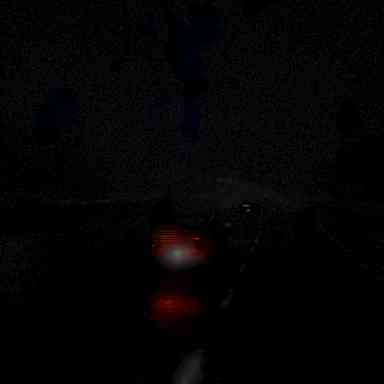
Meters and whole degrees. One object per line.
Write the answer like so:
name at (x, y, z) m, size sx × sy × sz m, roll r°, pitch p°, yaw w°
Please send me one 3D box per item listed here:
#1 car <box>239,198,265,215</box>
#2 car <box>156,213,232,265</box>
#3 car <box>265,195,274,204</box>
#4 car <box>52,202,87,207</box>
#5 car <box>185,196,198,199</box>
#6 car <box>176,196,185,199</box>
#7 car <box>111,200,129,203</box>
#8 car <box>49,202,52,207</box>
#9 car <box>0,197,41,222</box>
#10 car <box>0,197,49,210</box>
car at (5.879, 1.496, 33.284) m, size 2.128 × 1.511 × 4.902 m, roll -1°, pitch 0°, yaw 15°
car at (0.220, 1.530, 11.907) m, size 1.837 × 1.490 × 4.892 m, roll -1°, pitch 0°, yaw 15°
car at (16.767, 1.963, 74.374) m, size 1.837 × 1.490 × 4.892 m, roll -1°, pitch -1°, yaw 15°
car at (-16.297, 1.973, 45.231) m, size 1.895 × 1.301 × 4.718 m, roll -1°, pitch 0°, yaw 15°
car at (0.420, 1.861, 81.018) m, size 1.837 × 1.490 × 4.892 m, roll -1°, pitch -1°, yaw 15°
car at (-2.957, 1.765, 81.946) m, size 2.097 × 1.767 × 4.553 m, roll -1°, pitch -1°, yaw 15°
car at (-9.525, 1.798, 43.467) m, size 2.128 × 1.511 × 4.902 m, roll -1°, pitch 0°, yaw 15°
car at (-19.679, 2.074, 46.127) m, size 1.895 × 1.301 × 4.718 m, roll -1°, pitch 0°, yaw 15°
car at (-16.679, 1.521, 30.502) m, size 2.150 × 2.045 × 5.566 m, roll -1°, pitch 0°, yaw 15°
car at (-14.243, 1.476, 26.050) m, size 2.150 × 2.045 × 5.566 m, roll -1°, pitch 0°, yaw 15°
